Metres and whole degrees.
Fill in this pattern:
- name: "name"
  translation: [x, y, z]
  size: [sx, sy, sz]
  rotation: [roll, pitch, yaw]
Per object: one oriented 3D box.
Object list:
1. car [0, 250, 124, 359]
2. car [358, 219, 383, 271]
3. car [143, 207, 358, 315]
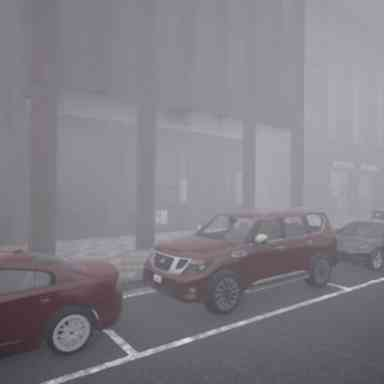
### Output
- name: "car"
  translation: [-3.175, 1.544, 4.491]
  size: [4.507, 1.381, 1.887]
  rotation: [0, 0, -36]
- name: "car"
  translation: [5.979, 1.583, 11.028]
  size: [4.313, 1.339, 1.947]
  rotation: [0, 0, -36]
- name: "car"
  translation: [1.404, 1.323, 7.757]
  size: [5.009, 1.841, 2.192]
  rotation: [0, 0, -36]
